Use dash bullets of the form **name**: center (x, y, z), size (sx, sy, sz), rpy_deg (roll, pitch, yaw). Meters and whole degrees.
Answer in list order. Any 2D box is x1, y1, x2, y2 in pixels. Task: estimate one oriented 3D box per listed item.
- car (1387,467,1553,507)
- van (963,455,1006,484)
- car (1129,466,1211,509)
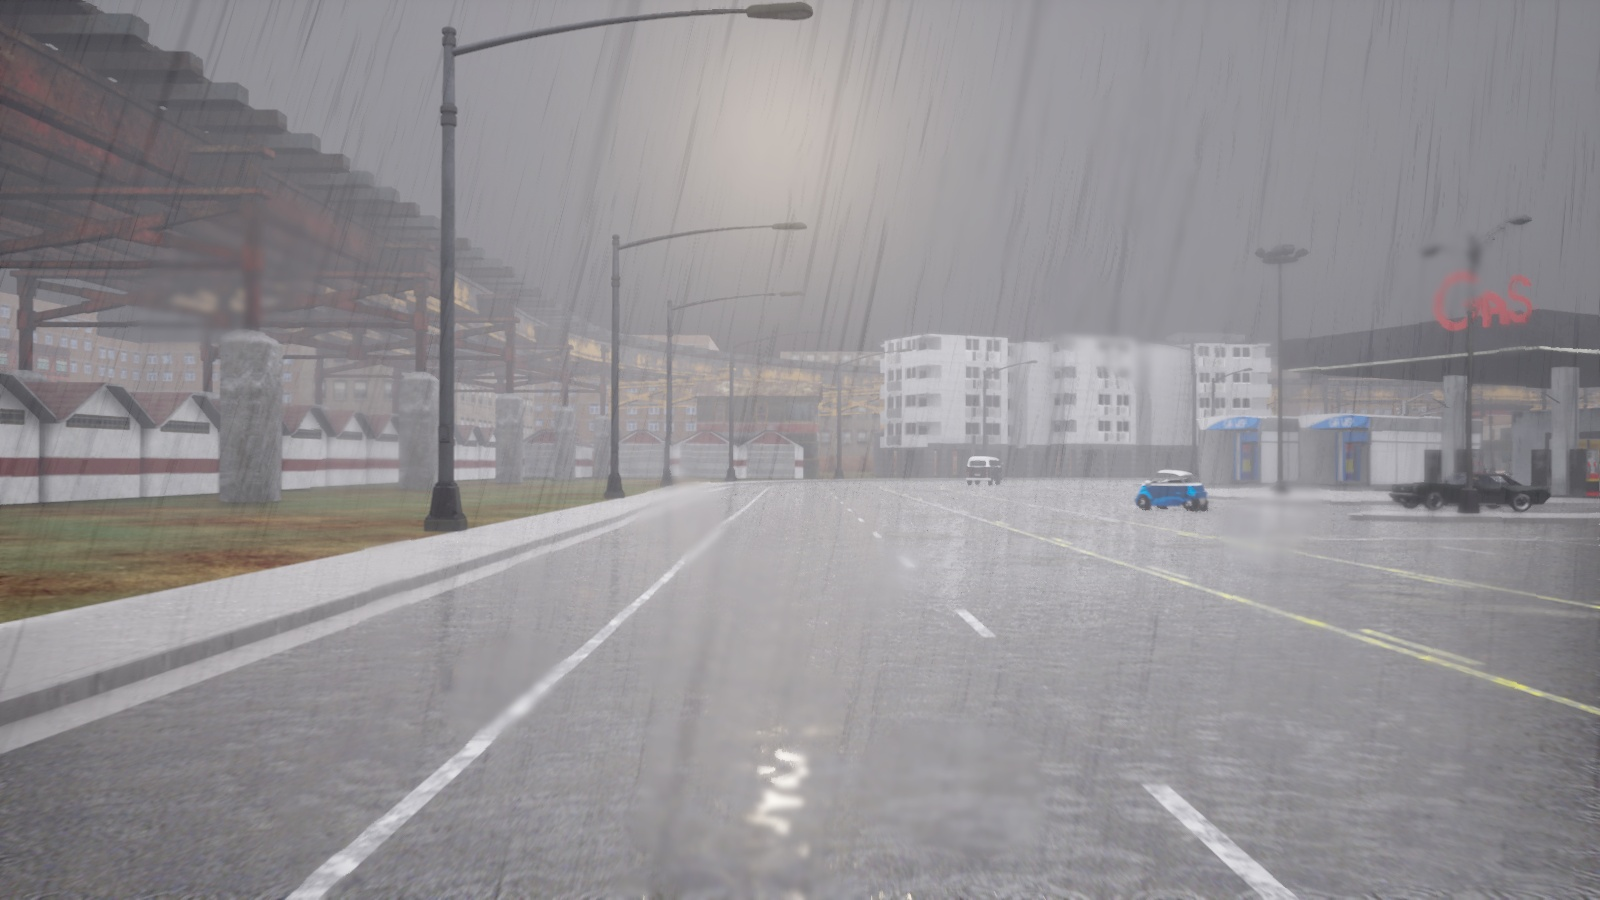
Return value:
- **car**: center (23.077, 1.261, 43.378), size (4.718, 1.301, 1.895), rpy_deg (0, -1, 0)
- **van**: center (13.163, 1.365, 89.401), size (2.069, 2.038, 4.480), rpy_deg (-1, -1, 21)
- **car**: center (12.470, 1.248, 42.333), size (1.481, 1.376, 2.207), rpy_deg (-1, 0, -45)
